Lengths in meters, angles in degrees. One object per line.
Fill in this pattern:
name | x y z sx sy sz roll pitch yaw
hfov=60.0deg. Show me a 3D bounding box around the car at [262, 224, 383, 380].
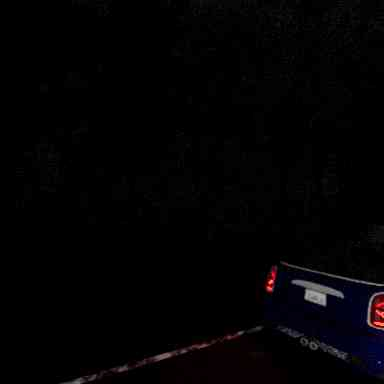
car | 3.308 1.307 5.300 4.553 1.767 2.097 -1 0 -33
